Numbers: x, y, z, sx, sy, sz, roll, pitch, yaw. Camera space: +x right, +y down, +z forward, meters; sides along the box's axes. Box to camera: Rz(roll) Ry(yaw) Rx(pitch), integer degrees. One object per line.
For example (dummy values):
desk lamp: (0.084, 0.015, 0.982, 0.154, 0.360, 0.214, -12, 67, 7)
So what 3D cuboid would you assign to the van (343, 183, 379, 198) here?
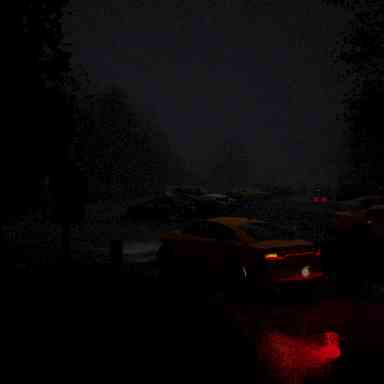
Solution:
van: (23.716, -0.300, 46.895, 4.442, 1.987, 1.878, 1, 2, 24)

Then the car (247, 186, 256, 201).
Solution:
car: (3.541, 0.425, 34.810, 5.366, 1.575, 1.946, 1, 3, 24)

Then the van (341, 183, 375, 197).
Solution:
van: (24.647, -0.393, 49.513, 4.442, 1.987, 1.878, 1, 2, 24)

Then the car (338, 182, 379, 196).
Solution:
car: (25.870, -0.507, 51.997, 5.566, 2.045, 2.435, 1, 2, 24)

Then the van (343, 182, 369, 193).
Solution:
van: (31.770, -0.933, 64.661, 4.442, 1.987, 1.878, 1, 2, 24)

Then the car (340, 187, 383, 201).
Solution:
car: (20.208, 0.232, 39.378, 4.792, 1.488, 2.163, 1, 2, 24)

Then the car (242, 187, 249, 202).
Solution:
car: (2.570, 0.546, 32.206, 4.892, 1.521, 2.231, 1, 3, 24)

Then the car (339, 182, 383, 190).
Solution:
car: (15.637, 0.387, 29.289, 5.566, 2.045, 2.435, 1, 3, 24)

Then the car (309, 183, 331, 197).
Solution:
car: (18.365, -0.083, 47.345, 2.128, 1.511, 4.902, 1, 2, 24)

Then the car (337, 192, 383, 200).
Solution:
car: (9.975, 1.077, 16.804, 4.553, 1.767, 2.185, 1, 3, 24)

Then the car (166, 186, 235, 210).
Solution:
car: (0.298, 0.523, 27.133, 5.566, 2.045, 2.435, 1, 3, 24)

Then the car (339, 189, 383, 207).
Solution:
car: (16.728, 0.553, 31.844, 4.792, 1.488, 2.163, 1, 3, 24)

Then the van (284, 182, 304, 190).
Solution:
van: (25.368, -1.592, 82.777, 4.442, 1.987, 1.878, 1, 2, 24)

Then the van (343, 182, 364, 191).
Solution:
van: (37.434, -1.378, 77.156, 4.442, 1.987, 1.878, 1, 2, 24)

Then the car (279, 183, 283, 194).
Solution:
car: (10.606, -0.164, 49.873, 4.792, 1.488, 2.163, 1, 2, 24)

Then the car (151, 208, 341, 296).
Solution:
car: (0.905, 1.379, 8.522, 1.882, 1.535, 5.008, 2, -1, -31)

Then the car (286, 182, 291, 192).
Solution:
car: (13.990, -0.435, 57.479, 4.792, 1.488, 2.163, 1, 2, 24)

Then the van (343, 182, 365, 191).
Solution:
van: (36.343, -1.292, 74.748, 4.442, 1.987, 1.878, 1, 2, 24)

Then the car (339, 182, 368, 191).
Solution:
car: (35.068, -1.230, 72.285, 5.566, 2.045, 2.435, 1, 2, 24)

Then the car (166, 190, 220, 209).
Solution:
car: (-0.868, 0.887, 24.627, 5.008, 1.535, 2.097, 1, 3, 24)

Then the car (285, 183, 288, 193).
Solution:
car: (12.845, -0.345, 54.951, 4.792, 1.488, 2.163, 1, 2, 24)

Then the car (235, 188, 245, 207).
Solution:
car: (1.588, 0.659, 29.605, 5.366, 1.575, 1.946, 1, 3, 24)

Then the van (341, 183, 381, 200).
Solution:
van: (21.218, -0.120, 41.930, 4.442, 1.987, 1.878, 1, 2, 24)

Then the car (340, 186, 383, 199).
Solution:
car: (22.471, 0.014, 44.428, 5.008, 1.535, 2.097, 1, 2, 24)

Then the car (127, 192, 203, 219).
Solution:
car: (-2.045, 1.031, 22.116, 4.792, 1.488, 2.163, 1, 3, 24)

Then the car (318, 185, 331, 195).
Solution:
car: (22.615, -0.431, 56.718, 1.882, 1.535, 5.008, 1, 2, 24)

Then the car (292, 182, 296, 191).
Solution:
car: (16.139, -0.650, 62.596, 5.366, 1.575, 1.946, 1, 2, 24)

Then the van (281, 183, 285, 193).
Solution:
van: (11.832, -0.508, 52.355, 4.442, 1.987, 1.878, 1, 2, 24)

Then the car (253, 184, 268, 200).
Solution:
car: (5.882, 0.194, 39.973, 5.366, 1.575, 1.946, 1, 3, 24)

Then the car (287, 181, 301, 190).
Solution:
car: (19.576, -0.920, 70.178, 5.366, 1.575, 1.946, 1, 2, 24)

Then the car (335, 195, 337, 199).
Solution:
car: (11.012, 1.122, 19.243, 4.792, 1.488, 2.163, 1, 3, 24)

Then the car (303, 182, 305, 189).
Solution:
car: (23.177, -1.185, 77.685, 5.008, 1.535, 2.097, 1, 2, 24)

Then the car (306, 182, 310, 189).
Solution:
car: (26.645, -1.705, 85.244, 5.566, 2.045, 2.435, 1, 2, 24)

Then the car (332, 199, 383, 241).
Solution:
car: (8.799, 1.316, 14.302, 5.008, 1.535, 2.097, 1, 3, 24)

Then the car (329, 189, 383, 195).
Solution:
car: (13.156, 0.860, 24.347, 5.366, 1.575, 1.946, 1, 3, 24)

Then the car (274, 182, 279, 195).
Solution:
car: (9.464, -0.227, 47.342, 4.553, 1.767, 2.185, 1, 2, 24)

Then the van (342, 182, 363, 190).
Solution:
van: (38.420, -1.476, 79.895, 4.442, 1.987, 1.878, 1, 2, 24)

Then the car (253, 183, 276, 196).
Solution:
car: (8.283, -0.005, 44.832, 4.892, 1.521, 2.231, 1, 3, 24)

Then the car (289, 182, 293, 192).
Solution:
car: (15.136, -0.525, 60.006, 4.792, 1.488, 2.163, 1, 2, 24)

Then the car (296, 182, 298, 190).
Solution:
car: (17.460, -0.733, 65.044, 4.892, 1.521, 2.231, 1, 2, 24)

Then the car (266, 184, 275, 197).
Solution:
car: (7.315, 0.096, 42.234, 5.366, 1.575, 1.946, 1, 3, 24)

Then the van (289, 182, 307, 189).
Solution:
van: (28.798, -1.788, 90.346, 4.442, 1.987, 1.878, 1, 1, 24)

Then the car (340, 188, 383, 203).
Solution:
car: (19.118, 0.329, 36.976, 4.792, 1.488, 2.163, 1, 3, 24)
